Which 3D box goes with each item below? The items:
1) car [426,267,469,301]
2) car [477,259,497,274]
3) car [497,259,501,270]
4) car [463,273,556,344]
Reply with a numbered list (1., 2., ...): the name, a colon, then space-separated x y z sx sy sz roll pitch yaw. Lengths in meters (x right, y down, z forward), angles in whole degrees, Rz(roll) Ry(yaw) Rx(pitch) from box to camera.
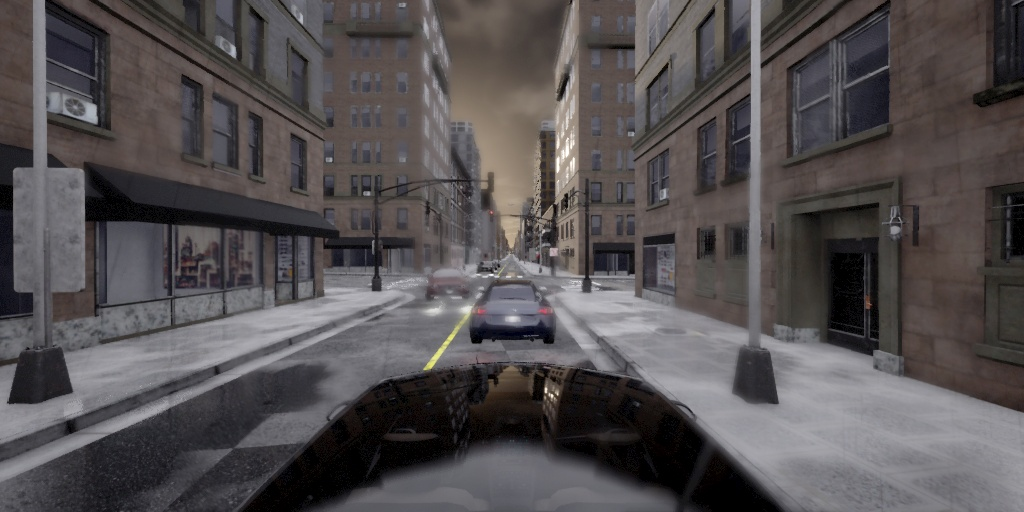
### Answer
1. car: -3.182 1.283 17.731 1.812 1.442 4.674 1 0 -13
2. car: -3.083 1.307 43.070 1.837 1.490 4.892 0 0 0
3. car: -3.081 1.369 52.892 2.033 1.411 5.357 0 0 0
4. car: 0.013 1.315 9.627 1.994 1.385 4.181 0 0 0
